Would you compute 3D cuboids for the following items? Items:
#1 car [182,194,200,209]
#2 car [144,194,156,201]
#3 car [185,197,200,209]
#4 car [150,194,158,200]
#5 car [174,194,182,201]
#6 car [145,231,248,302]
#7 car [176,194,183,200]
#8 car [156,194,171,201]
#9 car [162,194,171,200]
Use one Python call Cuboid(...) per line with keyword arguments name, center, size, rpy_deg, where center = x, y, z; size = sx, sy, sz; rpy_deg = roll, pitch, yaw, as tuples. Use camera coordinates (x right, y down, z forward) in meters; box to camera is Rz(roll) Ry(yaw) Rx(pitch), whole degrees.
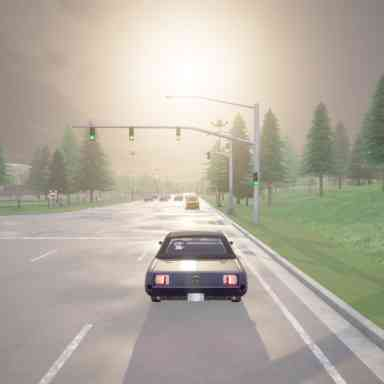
Cuboid(name="car", center=(-0.025, 1.077, 46.413), size=(1.882, 1.535, 5.008), rpy_deg=(-3, 17, -2))
Cuboid(name="car", center=(-10.357, 1.531, 80.497), size=(2.033, 1.411, 5.357), rpy_deg=(0, 0, 0))
Cuboid(name="car", center=(0.068, 1.576, 49.859), size=(2.033, 1.411, 5.357), rpy_deg=(-1, 1, 0))
Cuboid(name="car", center=(-10.338, 1.332, 90.917), size=(1.837, 1.490, 4.892), rpy_deg=(0, 0, 0))
Cuboid(name="car", center=(-3.356, 1.545, 80.901), size=(1.994, 1.385, 4.181), rpy_deg=(0, 0, 0))
Cuboid(name="car", center=(0.094, 1.601, 8.191), size=(1.895, 1.301, 4.718), rpy_deg=(0, 0, 0))
Cuboid(name="car", center=(-3.338, 1.357, 90.904), size=(1.812, 1.442, 4.674), rpy_deg=(0, 0, 0))
Cuboid(name="car", center=(-6.857, 1.531, 80.491), size=(2.033, 1.411, 5.357), rpy_deg=(0, 0, 0))
Cuboid(name="car", center=(-6.838, 1.372, 90.911), size=(2.033, 1.411, 5.357), rpy_deg=(0, 0, 0))
